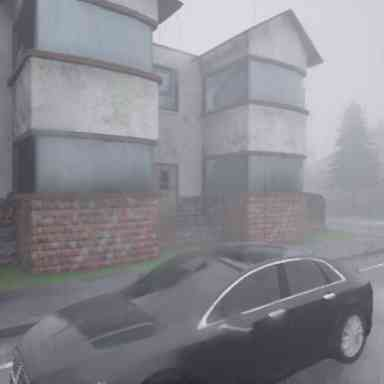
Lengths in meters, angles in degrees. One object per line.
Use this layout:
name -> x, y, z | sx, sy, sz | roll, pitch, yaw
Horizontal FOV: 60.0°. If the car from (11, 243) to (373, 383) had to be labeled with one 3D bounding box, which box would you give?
car -> 0.447, 1.502, 4.280 | 4.892, 1.490, 1.837 | 1, 0, -35
